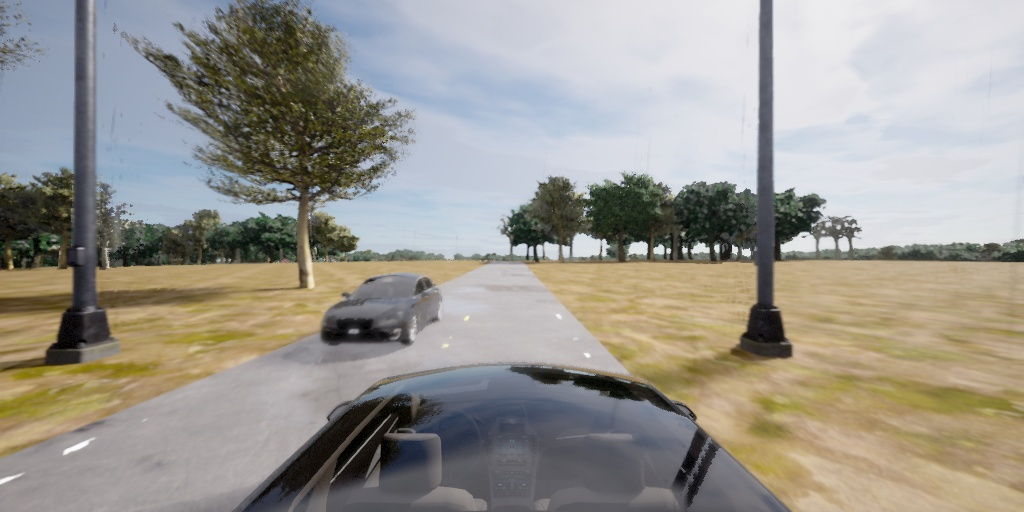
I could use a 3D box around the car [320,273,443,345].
[{"bbox_3d":[-3.066,1.233,9.414,1.837,1.490,4.892,0,0,0],"label":"car"}]
